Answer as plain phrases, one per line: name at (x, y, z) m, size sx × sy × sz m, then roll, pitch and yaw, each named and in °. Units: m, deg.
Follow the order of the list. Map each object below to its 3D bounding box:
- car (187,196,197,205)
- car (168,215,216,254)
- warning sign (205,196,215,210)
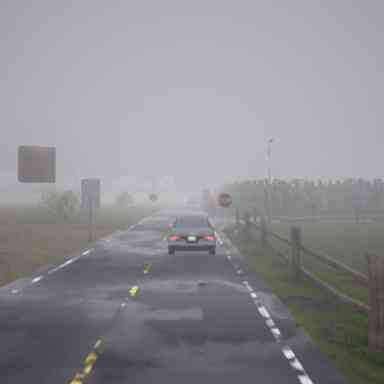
car at (-0.023, 2.108, 75.033) m, size 1.994 × 1.385 × 4.181 m, roll 0°, pitch 0°, yaw 0°
car at (-0.003, 1.670, 13.985) m, size 2.033 × 1.411 × 5.357 m, roll 0°, pitch 0°, yaw 0°
warning sign at (2.434, 1.475, 44.254) m, size 1.300 × 1.860 × 1.060 m, roll 0°, pitch -1°, yaw 0°
